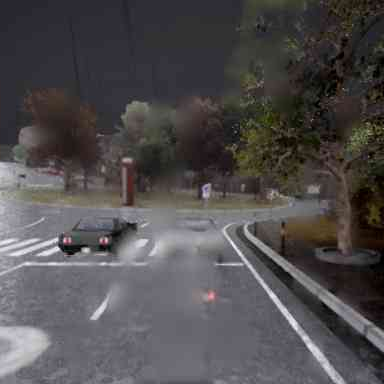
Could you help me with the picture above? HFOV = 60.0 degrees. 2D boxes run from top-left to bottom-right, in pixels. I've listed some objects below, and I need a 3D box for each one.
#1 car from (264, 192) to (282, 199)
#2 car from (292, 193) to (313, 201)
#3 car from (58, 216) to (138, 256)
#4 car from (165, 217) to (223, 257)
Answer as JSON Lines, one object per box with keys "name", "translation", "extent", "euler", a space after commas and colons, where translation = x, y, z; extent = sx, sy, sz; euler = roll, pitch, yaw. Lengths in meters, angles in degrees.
{"name": "car", "translation": [16.029, 0.706, 66.052], "extent": [1.812, 1.442, 4.674], "euler": [-1, 2, -23]}
{"name": "car", "translation": [20.626, 0.781, 62.364], "extent": [2.128, 1.511, 4.902], "euler": [0, 2, -15]}
{"name": "car", "translation": [-3.399, 1.595, 13.040], "extent": [1.895, 1.301, 4.718], "euler": [0, 0, 1]}
{"name": "car", "translation": [0.087, 1.596, 12.847], "extent": [1.895, 1.301, 4.718], "euler": [0, 0, 1]}
